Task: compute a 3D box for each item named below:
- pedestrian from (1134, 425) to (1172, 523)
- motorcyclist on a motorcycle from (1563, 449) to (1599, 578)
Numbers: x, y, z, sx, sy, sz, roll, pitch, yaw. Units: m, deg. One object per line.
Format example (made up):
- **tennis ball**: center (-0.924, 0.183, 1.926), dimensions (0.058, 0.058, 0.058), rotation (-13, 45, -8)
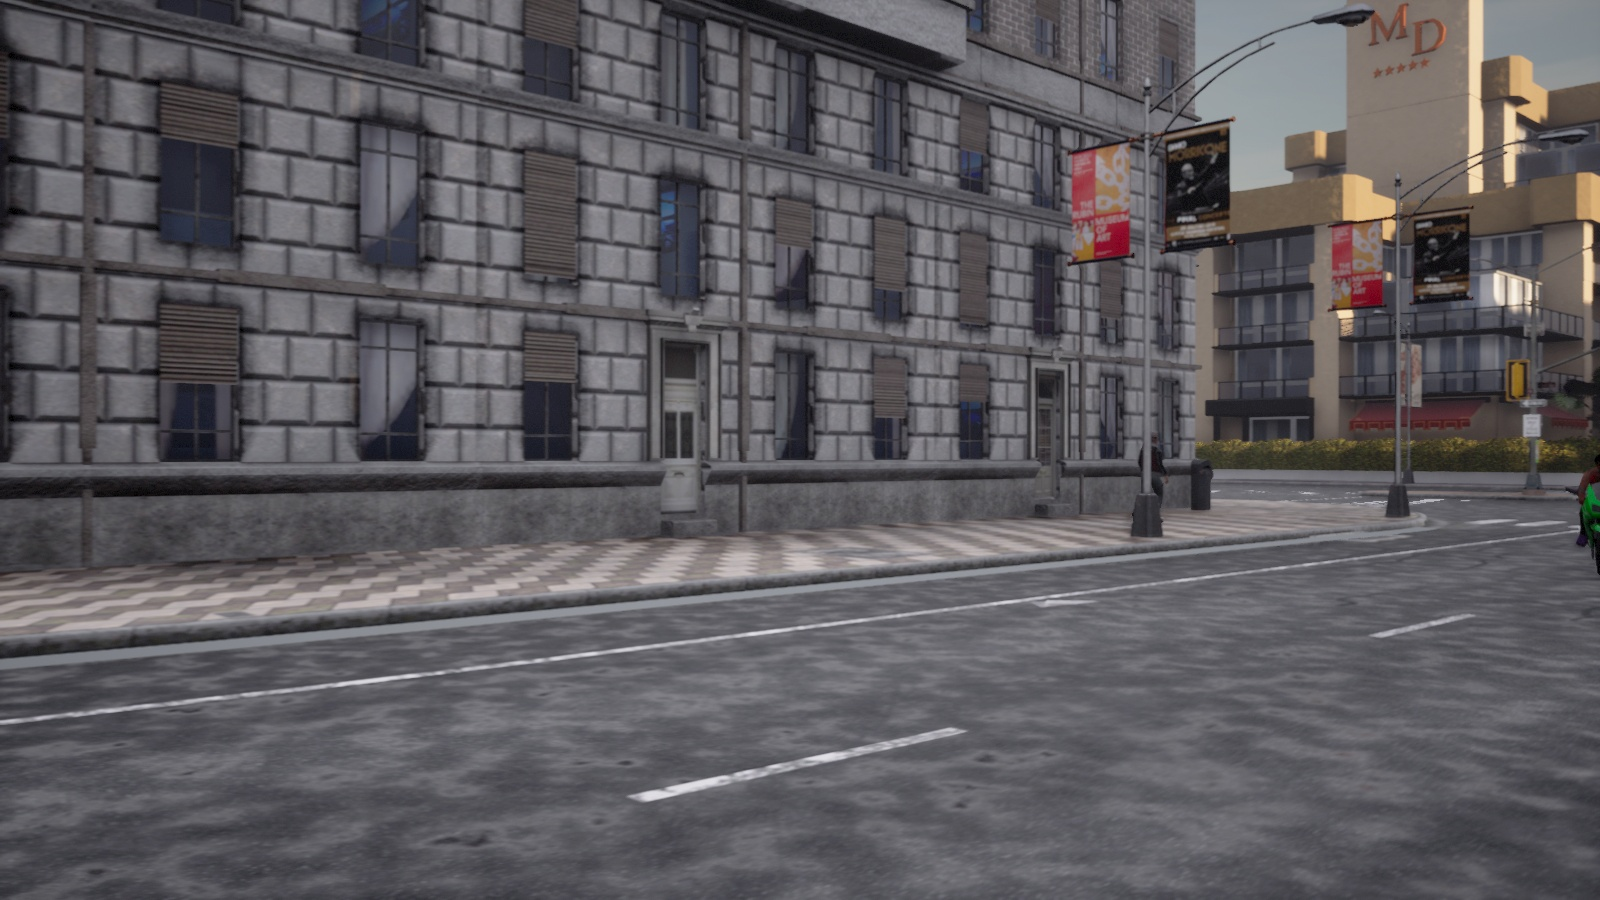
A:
- **pedestrian**: center (6.820, 0.462, 24.234), dimensions (0.720, 1.854, 0.376), rotation (0, 0, -42)
- **motorcyclist on a motorcycle**: center (10.047, 0.751, 15.674), dimensions (0.797, 1.523, 2.044), rotation (0, 0, 34)
